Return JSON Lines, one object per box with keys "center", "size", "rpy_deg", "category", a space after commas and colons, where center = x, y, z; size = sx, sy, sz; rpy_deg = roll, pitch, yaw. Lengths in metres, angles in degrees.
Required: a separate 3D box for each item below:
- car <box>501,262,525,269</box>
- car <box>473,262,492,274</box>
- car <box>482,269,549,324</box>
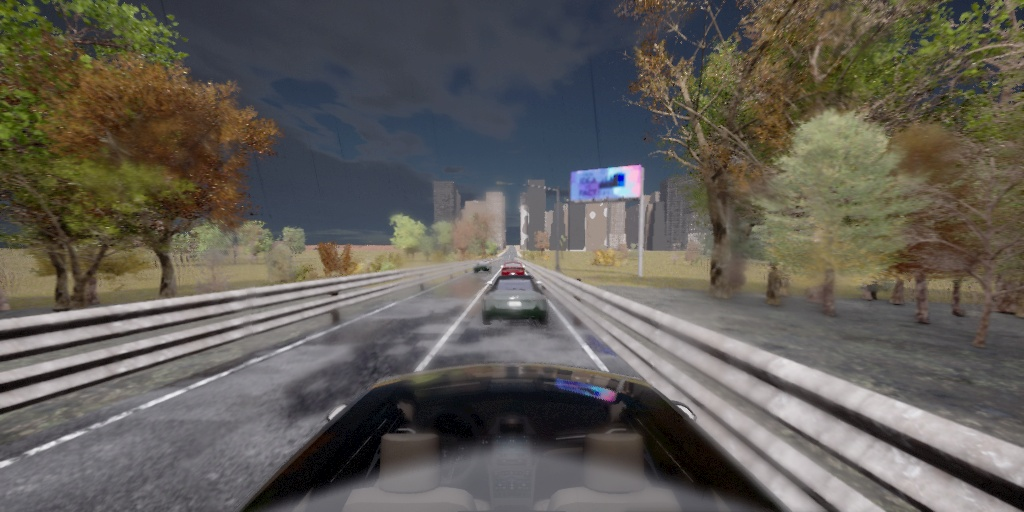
{"center": [0.078, 1.217, 30.216], "size": [1.882, 1.535, 5.008], "rpy_deg": [0, 0, 0], "category": "car"}
{"center": [-3.308, 1.337, 41.032], "size": [1.895, 1.301, 4.718], "rpy_deg": [0, 0, 0], "category": "car"}
{"center": [0.092, 1.310, 11.981], "size": [1.994, 1.385, 4.181], "rpy_deg": [0, 0, 0], "category": "car"}
